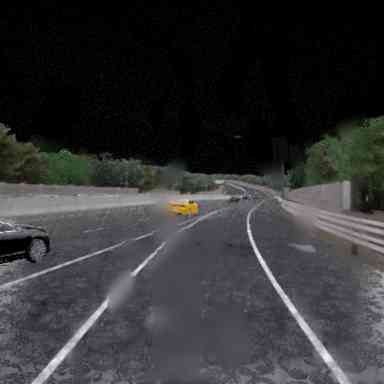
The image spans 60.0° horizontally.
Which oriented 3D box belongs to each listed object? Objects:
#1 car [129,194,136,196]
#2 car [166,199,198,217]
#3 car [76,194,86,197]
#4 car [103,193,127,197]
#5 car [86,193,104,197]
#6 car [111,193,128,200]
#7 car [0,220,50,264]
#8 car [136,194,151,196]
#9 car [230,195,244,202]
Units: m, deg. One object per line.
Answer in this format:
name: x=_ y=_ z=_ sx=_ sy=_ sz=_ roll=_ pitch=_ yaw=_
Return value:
car: x=-13.951 y=1.178 z=78.921 sx=2.033 sy=1.411 sz=5.357 roll=1 pitch=0 yaw=14
car: x=-0.792 y=1.326 z=29.391 sx=1.882 sy=1.535 sz=5.008 roll=1 pitch=0 yaw=14
car: x=-21.110 y=1.099 z=64.318 sx=1.812 sy=1.442 sz=4.674 roll=1 pitch=0 yaw=14
car: x=-14.294 y=1.179 z=62.763 sx=1.812 sy=1.442 sz=4.674 roll=1 pitch=0 yaw=14
car: x=-17.693 y=0.967 z=63.585 sx=2.097 sy=1.767 sz=4.553 roll=1 pitch=0 yaw=14
car: x=-17.364 y=1.076 z=79.693 sx=1.882 sy=1.535 sz=5.008 roll=1 pitch=0 yaw=14
car: x=-5.822 y=1.368 z=8.723 sx=2.128 sy=1.511 sz=4.902 roll=1 pitch=0 yaw=14
car: x=-10.542 y=1.218 z=78.129 sx=2.033 sy=1.411 sz=5.357 roll=1 pitch=0 yaw=14
car: x=9.256 y=1.413 z=70.676 sx=1.837 sy=1.490 sz=4.892 roll=1 pitch=0 yaw=14
